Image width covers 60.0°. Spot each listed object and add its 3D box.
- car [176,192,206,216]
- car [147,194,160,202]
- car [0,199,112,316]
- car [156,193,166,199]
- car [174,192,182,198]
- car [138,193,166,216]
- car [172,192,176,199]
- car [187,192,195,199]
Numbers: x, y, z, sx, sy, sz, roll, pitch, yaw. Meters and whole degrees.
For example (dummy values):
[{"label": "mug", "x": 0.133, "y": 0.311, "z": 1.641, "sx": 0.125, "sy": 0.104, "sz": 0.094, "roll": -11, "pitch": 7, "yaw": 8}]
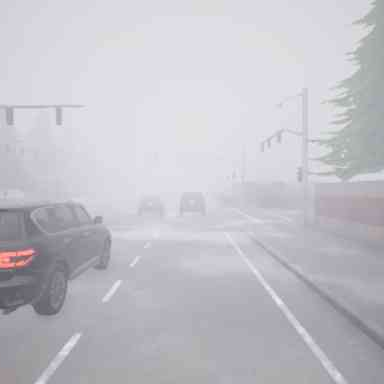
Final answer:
[{"label": "car", "x": 0.031, "y": 0.979, "z": 28.985, "sx": 2.150, "sy": 2.045, "sz": 5.566, "roll": 0, "pitch": 1, "yaw": 0}, {"label": "car", "x": -7.166, "y": 1.103, "z": 61.904, "sx": 1.895, "sy": 1.301, "sz": 4.718, "roll": 0, "pitch": 0, "yaw": 0}, {"label": "car", "x": -3.449, "y": 1.160, "z": 7.537, "sx": 2.150, "sy": 2.045, "sz": 5.566, "roll": 0, "pitch": 0, "yaw": 1}, {"label": "car", "x": -7.173, "y": 0.915, "z": 77.570, "sx": 2.033, "sy": 1.411, "sz": 5.357, "roll": 0, "pitch": 0, "yaw": 0}, {"label": "car", "x": -3.700, "y": 0.688, "z": 89.431, "sx": 2.128, "sy": 1.511, "sz": 4.902, "roll": 0, "pitch": 0, "yaw": 0}, {"label": "car", "x": -3.473, "y": 1.105, "z": 29.610, "sx": 2.097, "sy": 1.767, "sz": 4.553, "roll": 0, "pitch": 1, "yaw": 0}, {"label": "car", "x": -3.679, "y": 0.831, "z": 80.269, "sx": 1.882, "sy": 1.535, "sz": 5.008, "roll": 0, "pitch": 0, "yaw": 0}, {"label": "car", "x": -0.180, "y": 0.850, "z": 80.531, "sx": 1.837, "sy": 1.490, "sz": 4.892, "roll": 0, "pitch": 0, "yaw": 0}]
